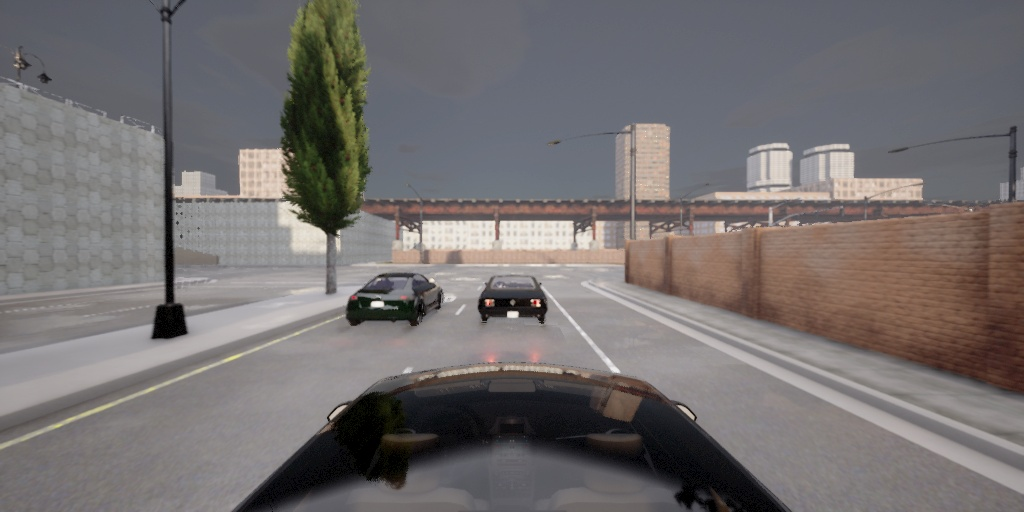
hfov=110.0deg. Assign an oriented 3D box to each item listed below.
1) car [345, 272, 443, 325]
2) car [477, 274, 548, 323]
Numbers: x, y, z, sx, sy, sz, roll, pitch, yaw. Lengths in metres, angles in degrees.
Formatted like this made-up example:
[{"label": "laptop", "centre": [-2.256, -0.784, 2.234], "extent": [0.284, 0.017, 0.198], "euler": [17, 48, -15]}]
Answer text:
[{"label": "car", "centre": [-3.465, 1.189, 11.285], "extent": [1.994, 1.385, 4.181], "euler": [0, 1, 0]}, {"label": "car", "centre": [0.035, 1.222, 11.576], "extent": [1.895, 1.301, 4.718], "euler": [0, 1, 0]}]
